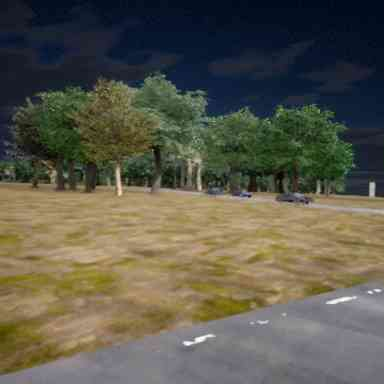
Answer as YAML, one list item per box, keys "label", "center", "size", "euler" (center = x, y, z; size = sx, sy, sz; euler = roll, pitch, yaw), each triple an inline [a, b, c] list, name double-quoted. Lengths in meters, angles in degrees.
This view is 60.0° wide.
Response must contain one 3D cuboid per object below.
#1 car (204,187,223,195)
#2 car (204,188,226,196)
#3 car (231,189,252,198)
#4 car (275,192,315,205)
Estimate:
- label: "car"
  center: [4.177, -0.154, 65.892]
  size: [1.994, 1.385, 4.181]
  euler: [2, 1, -25]
- label: "car"
  center: [3.976, -0.033, 59.335]
  size: [2.033, 1.411, 5.357]
  euler: [2, 1, -26]
- label: "car"
  center: [8.446, 0.250, 57.047]
  size: [1.994, 1.385, 4.181]
  euler: [2, 1, -25]
- label: "car"
  center: [12.574, 0.776, 41.027]
  size: [2.033, 1.411, 5.357]
  euler: [3, 1, -26]
